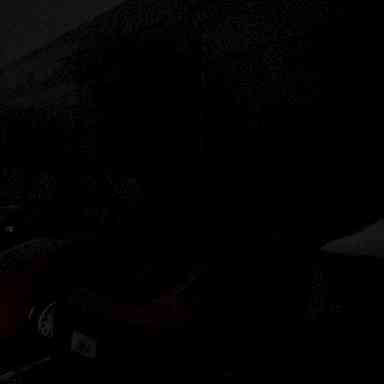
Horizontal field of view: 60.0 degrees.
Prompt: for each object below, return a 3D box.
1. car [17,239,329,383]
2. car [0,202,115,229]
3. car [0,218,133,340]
[{"bbox_3d":[0.322,1.514,5.090,2.163,1.488,4.792,-1,0,36],"label":"car"},{"bbox_3d":[-4.245,1.298,8.279,2.435,2.045,5.566,-1,-1,36],"label":"car"},{"bbox_3d":[-2.001,1.510,6.711,2.097,1.535,5.008,-1,-1,35],"label":"car"}]
